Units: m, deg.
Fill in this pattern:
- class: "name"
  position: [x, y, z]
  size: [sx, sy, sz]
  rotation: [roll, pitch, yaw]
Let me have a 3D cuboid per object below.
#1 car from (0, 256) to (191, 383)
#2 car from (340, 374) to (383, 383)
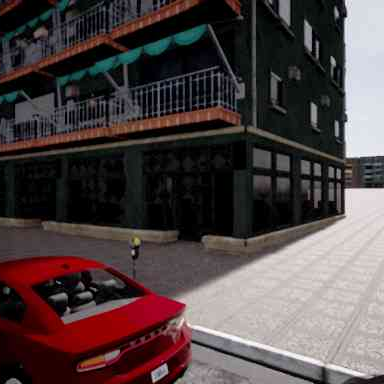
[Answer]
- class: "car"
  position: [-2.110, 1.539, 4.391]
  size: [4.507, 1.381, 1.887]
  rotation: [0, 0, 36]
- class: "car"
  position: [2.471, 1.568, 1.108]
  size: [4.313, 1.339, 1.947]
  rotation: [0, 0, 36]
